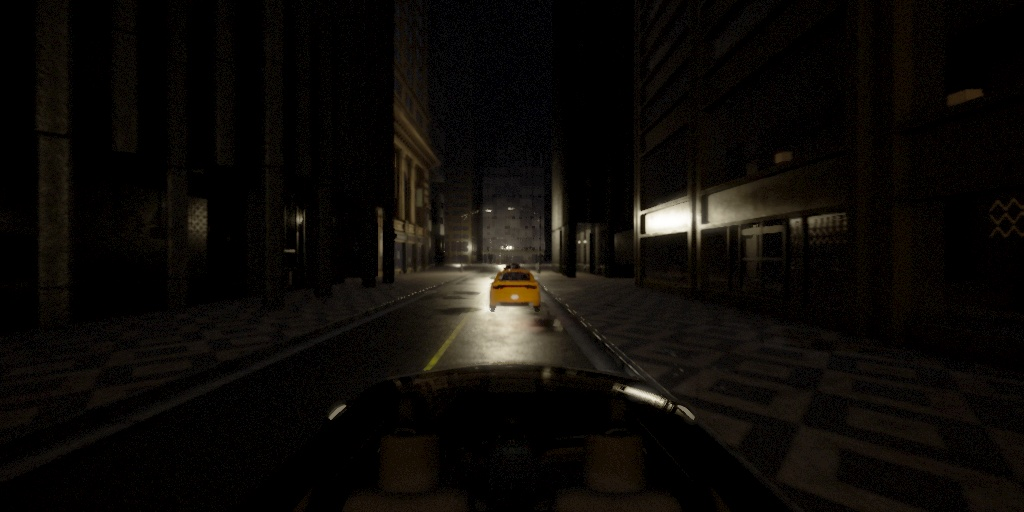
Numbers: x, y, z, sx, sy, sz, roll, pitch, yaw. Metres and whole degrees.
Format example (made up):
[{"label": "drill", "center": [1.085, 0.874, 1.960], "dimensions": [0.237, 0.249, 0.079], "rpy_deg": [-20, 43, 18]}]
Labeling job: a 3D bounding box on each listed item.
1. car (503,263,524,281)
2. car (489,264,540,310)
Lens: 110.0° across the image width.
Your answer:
[{"label": "car", "center": [0.109, 1.431, 33.085], "dimensions": [1.812, 1.442, 4.674], "rpy_deg": [0, 0, 0]}, {"label": "car", "center": [0.103, 1.290, 14.976], "dimensions": [1.882, 1.535, 5.008], "rpy_deg": [0, 0, 0]}]
